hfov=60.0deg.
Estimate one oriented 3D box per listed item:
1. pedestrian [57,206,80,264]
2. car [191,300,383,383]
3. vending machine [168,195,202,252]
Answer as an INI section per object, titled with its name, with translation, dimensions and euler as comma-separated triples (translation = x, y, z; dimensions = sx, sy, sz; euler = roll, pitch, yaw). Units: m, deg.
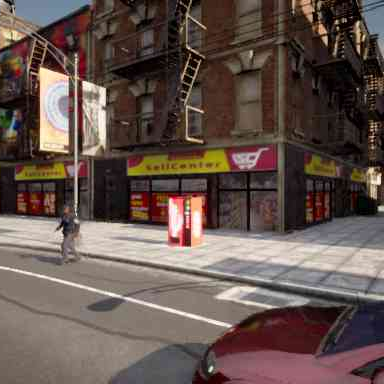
[pedestrian]
translation = -3.806, 1.294, 10.225
dimensions = 0.375, 1.860, 0.375
euler = 0, 0, 33
[car]
translation = 2.036, 1.562, 2.540
dimensions = 4.181, 1.385, 1.994
euler = 0, 0, 36
[vending machine]
translation = -0.268, 1.195, 13.123
dimensions = 0.880, 2.100, 1.100
euler = 0, 0, 34
